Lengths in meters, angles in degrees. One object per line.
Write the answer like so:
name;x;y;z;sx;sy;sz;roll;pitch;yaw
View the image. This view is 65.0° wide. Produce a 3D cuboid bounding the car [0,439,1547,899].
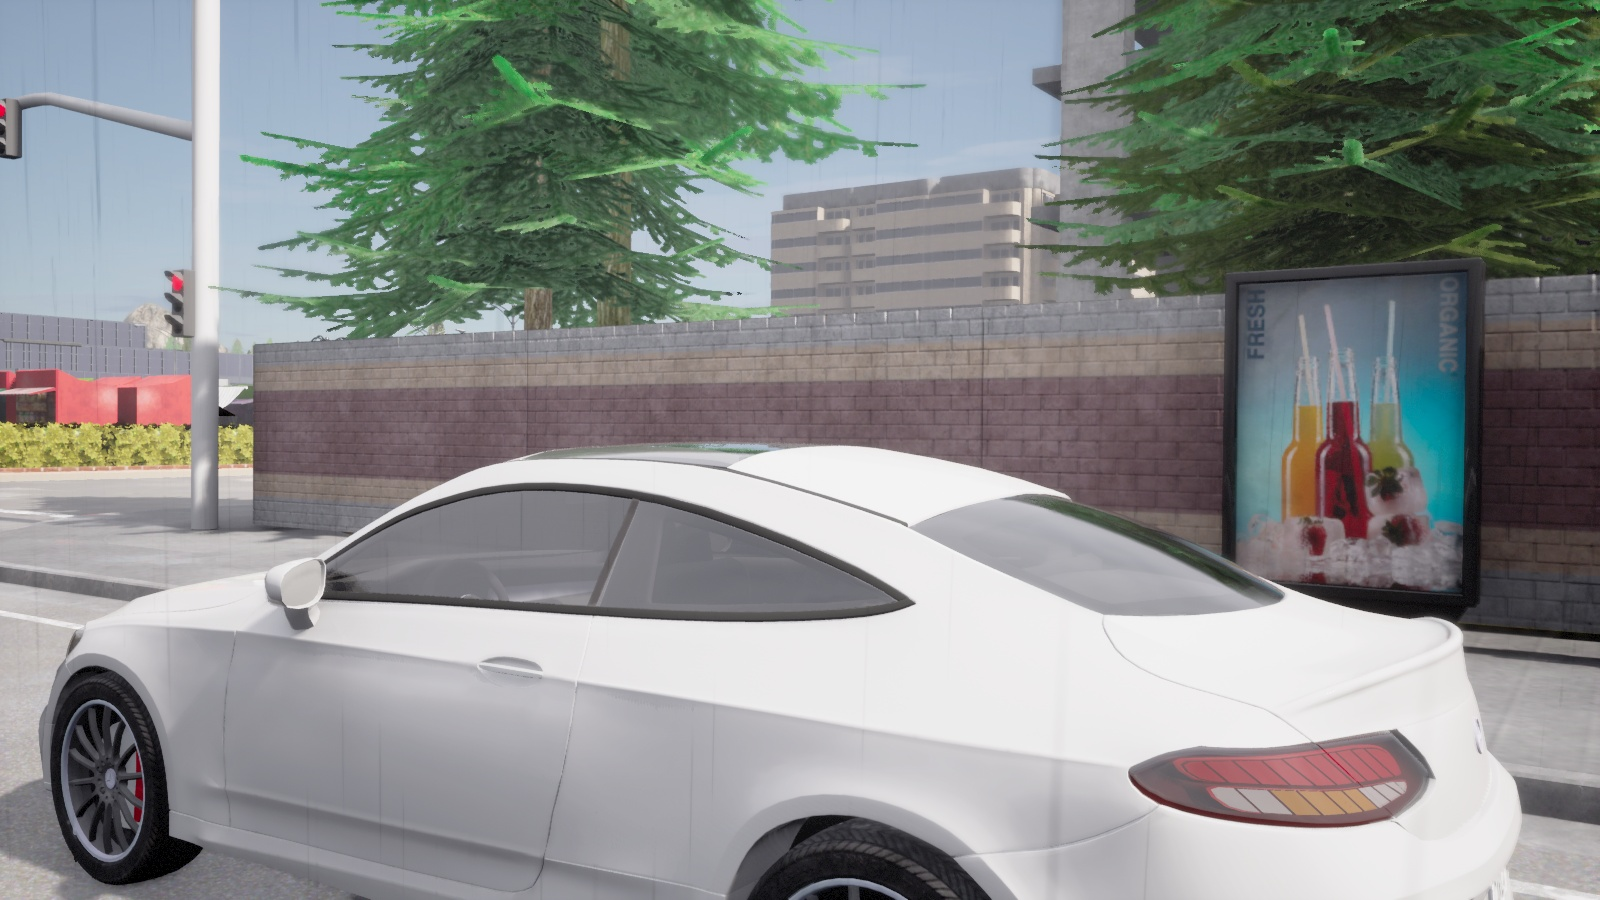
car;-0.437;0.708;3.913;4.674;1.442;1.812;0;1;33
